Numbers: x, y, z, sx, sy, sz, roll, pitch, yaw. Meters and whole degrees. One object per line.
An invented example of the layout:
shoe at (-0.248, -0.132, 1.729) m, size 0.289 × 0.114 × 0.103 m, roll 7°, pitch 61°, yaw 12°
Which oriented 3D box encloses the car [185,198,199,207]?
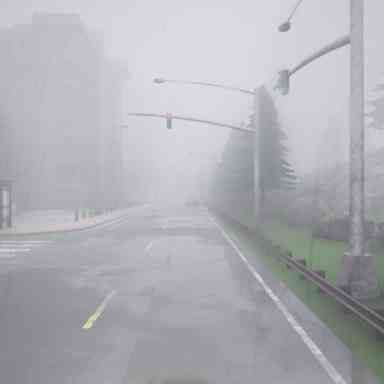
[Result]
car at (-0.013, 1.557, 50.635) m, size 1.994 × 1.385 × 4.181 m, roll 0°, pitch 0°, yaw 0°
